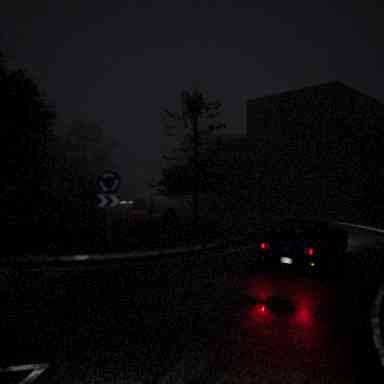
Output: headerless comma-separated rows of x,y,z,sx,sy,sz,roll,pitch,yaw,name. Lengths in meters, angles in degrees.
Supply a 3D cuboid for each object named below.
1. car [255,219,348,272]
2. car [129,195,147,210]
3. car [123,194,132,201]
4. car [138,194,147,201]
3.801,1.547,10.884,1.895,1.301,4.718,2,1,33,car
-7.122,1.582,45.511,2.128,1.511,4.902,0,0,-12,car
-14.807,1.265,77.139,2.097,1.767,4.553,0,1,-7,car
-11.930,1.287,80.540,1.882,1.535,5.008,0,1,-6,car
